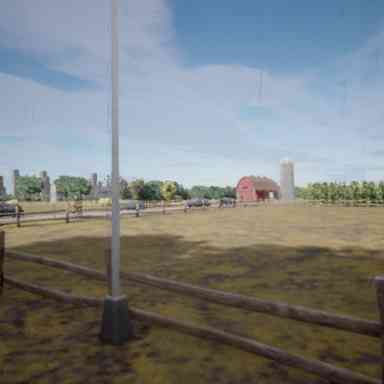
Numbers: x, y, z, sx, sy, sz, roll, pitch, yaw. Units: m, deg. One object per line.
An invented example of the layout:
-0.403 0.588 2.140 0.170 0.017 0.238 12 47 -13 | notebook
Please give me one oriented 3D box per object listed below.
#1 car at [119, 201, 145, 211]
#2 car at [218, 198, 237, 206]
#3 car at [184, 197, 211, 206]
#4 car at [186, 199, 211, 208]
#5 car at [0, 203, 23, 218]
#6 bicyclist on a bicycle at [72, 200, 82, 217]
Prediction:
-8.409 1.920 45.898 1.994 1.385 4.181 -3 -2 35 | car
6.689 1.825 62.272 1.837 1.490 4.892 -3 -2 35 | car
1.066 1.646 59.113 2.033 1.411 5.357 -3 -2 35 | car
0.993 1.820 54.152 2.033 1.411 5.357 -3 -2 36 | car
-18.647 1.837 31.480 1.837 1.490 4.892 -3 -1 35 | car
-11.026 1.611 31.888 1.656 1.620 0.582 -1 0 35 | bicyclist on a bicycle
